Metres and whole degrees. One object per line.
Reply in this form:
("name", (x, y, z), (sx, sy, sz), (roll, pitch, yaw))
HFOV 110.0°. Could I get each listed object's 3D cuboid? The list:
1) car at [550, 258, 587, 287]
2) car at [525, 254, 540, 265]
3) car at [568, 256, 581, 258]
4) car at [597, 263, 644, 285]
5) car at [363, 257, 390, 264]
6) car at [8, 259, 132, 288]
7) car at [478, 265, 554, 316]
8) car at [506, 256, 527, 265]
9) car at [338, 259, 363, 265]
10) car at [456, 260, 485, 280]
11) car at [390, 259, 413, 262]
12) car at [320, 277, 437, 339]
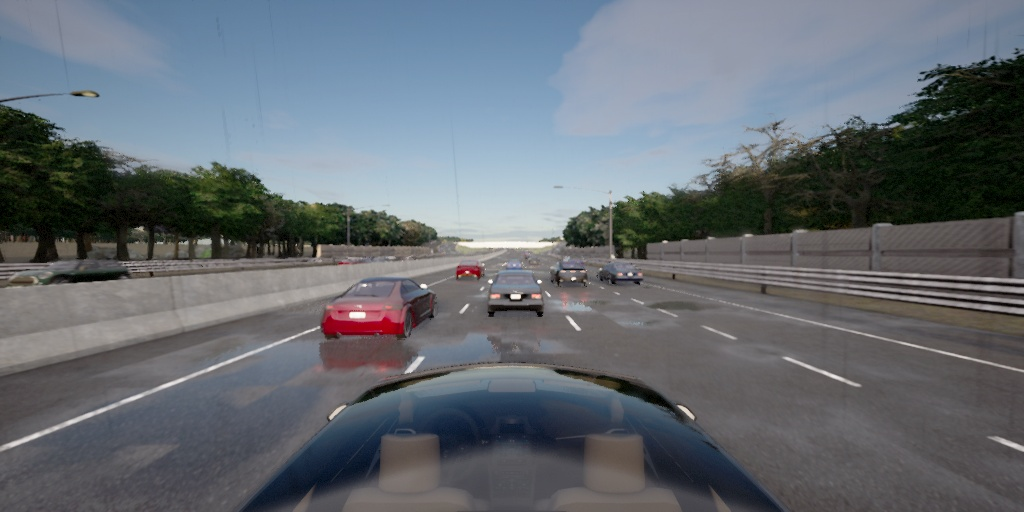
("car", (3.553, 1.095, 23.024), (2.128, 1.511, 4.902), (0, 0, 0))
("car", (3.914, 0.802, 63.808), (2.128, 1.511, 4.902), (0, 0, 1))
("car", (7.285, 0.822, 42.375), (2.097, 1.767, 4.553), (0, 0, 0))
("car", (7.159, 1.144, 24.167), (2.033, 1.411, 5.357), (0, 0, 0))
("car", (-17.351, 0.933, 47.318), (1.837, 1.490, 4.892), (0, 1, 1))
("car", (-24.554, 0.972, 20.158), (2.097, 1.767, 4.553), (0, 0, 0))
("car", (0.116, 1.217, 12.984), (2.033, 1.411, 5.357), (0, 0, 0))
("car", (0.266, 1.032, 40.181), (2.033, 1.411, 5.357), (0, 0, 0))
("car", (-20.856, 1.033, 47.004), (1.895, 1.301, 4.718), (0, 0, 1))
("car", (-3.313, 1.040, 29.106), (1.882, 1.535, 5.008), (0, 0, 0))
("car", (-13.861, 1.035, 46.914), (1.895, 1.301, 4.718), (0, 0, 1))
("car", (-3.390, 1.255, 9.879), (1.994, 1.385, 4.181), (0, 0, 0))
